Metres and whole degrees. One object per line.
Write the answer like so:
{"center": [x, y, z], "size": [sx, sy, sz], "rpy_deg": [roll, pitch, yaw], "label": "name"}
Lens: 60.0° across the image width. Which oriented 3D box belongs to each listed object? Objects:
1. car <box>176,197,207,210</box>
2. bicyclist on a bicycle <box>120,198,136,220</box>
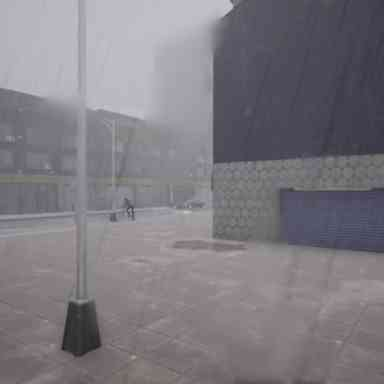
{"center": [0.004, 1.419, 40.887], "size": [1.837, 1.490, 4.892], "rpy_deg": [0, 0, 36], "label": "car"}
{"center": [-4.703, 1.263, 24.299], "size": [1.656, 1.620, 0.582], "rpy_deg": [0, 0, 36], "label": "bicyclist on a bicycle"}
